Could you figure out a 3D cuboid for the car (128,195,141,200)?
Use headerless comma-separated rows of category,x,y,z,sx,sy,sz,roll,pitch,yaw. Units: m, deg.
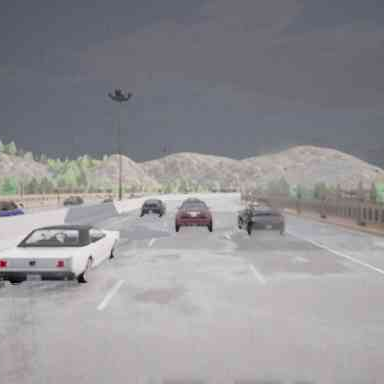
car,-10.452,1.230,61.492,2.128,1.511,4.902,0,0,1

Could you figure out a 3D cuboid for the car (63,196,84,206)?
car,-17.514,1.336,49.342,1.994,1.385,4.181,0,0,1

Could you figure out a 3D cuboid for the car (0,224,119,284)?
car,-3.404,1.557,9.389,1.895,1.301,4.718,0,0,0

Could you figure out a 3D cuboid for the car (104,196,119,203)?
car,-13.986,1.330,58.476,1.895,1.301,4.718,0,0,0

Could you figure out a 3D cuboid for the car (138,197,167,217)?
car,-3.392,1.367,29.715,1.837,1.490,4.892,0,0,0

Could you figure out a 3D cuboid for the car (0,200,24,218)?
car,-10.591,1.273,17.099,2.097,1.767,4.553,0,0,0

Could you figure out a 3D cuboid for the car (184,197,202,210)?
car,0.112,1.357,40.966,2.033,1.411,5.357,0,0,0

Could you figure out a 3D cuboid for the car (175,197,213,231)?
car,0.106,1.258,20.108,2.097,1.767,4.553,0,0,0

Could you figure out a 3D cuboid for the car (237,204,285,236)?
car,3.605,1.408,17.956,2.128,1.511,4.902,0,0,0
